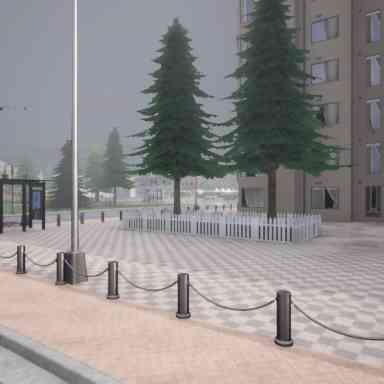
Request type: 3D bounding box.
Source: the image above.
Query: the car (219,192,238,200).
[{"bbox_3d":[9.547,1.374,84.715,3.633,1.501,1.845,0,0,35],"label":"car"}]

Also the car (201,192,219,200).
[{"bbox_3d":[5.185,1.384,91.418,3.806,1.475,1.970,0,0,35],"label":"car"}]
